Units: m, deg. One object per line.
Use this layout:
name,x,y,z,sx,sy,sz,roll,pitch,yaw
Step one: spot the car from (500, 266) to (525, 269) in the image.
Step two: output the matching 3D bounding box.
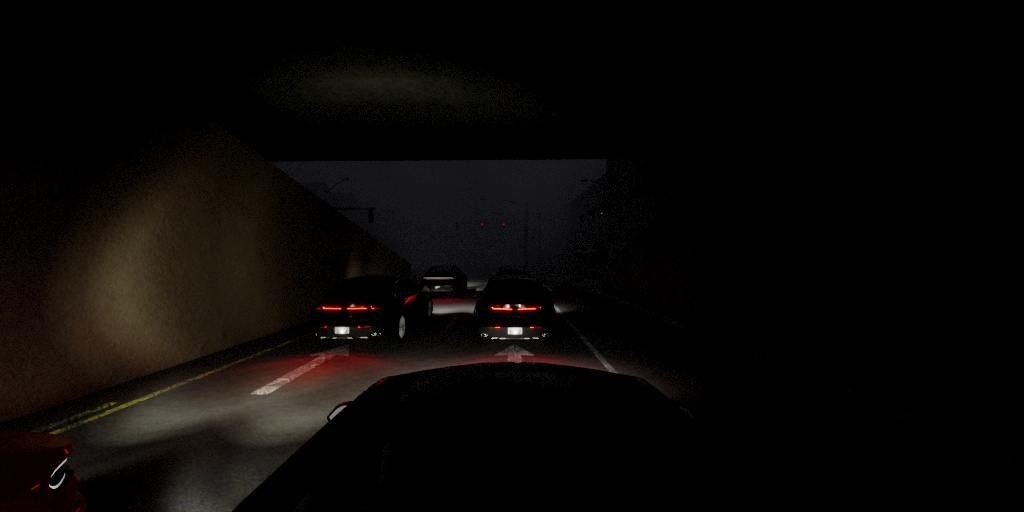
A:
car,0.015,1.255,19.019,1.837,1.490,4.892,0,0,0

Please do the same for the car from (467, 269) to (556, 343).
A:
car,0.054,1.255,9.609,1.837,1.490,4.892,0,0,0

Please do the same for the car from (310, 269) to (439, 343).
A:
car,-3.446,1.255,9.667,1.837,1.490,4.892,0,0,0

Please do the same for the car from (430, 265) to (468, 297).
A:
car,-3.481,1.242,18.984,2.128,1.511,4.902,0,0,-1
